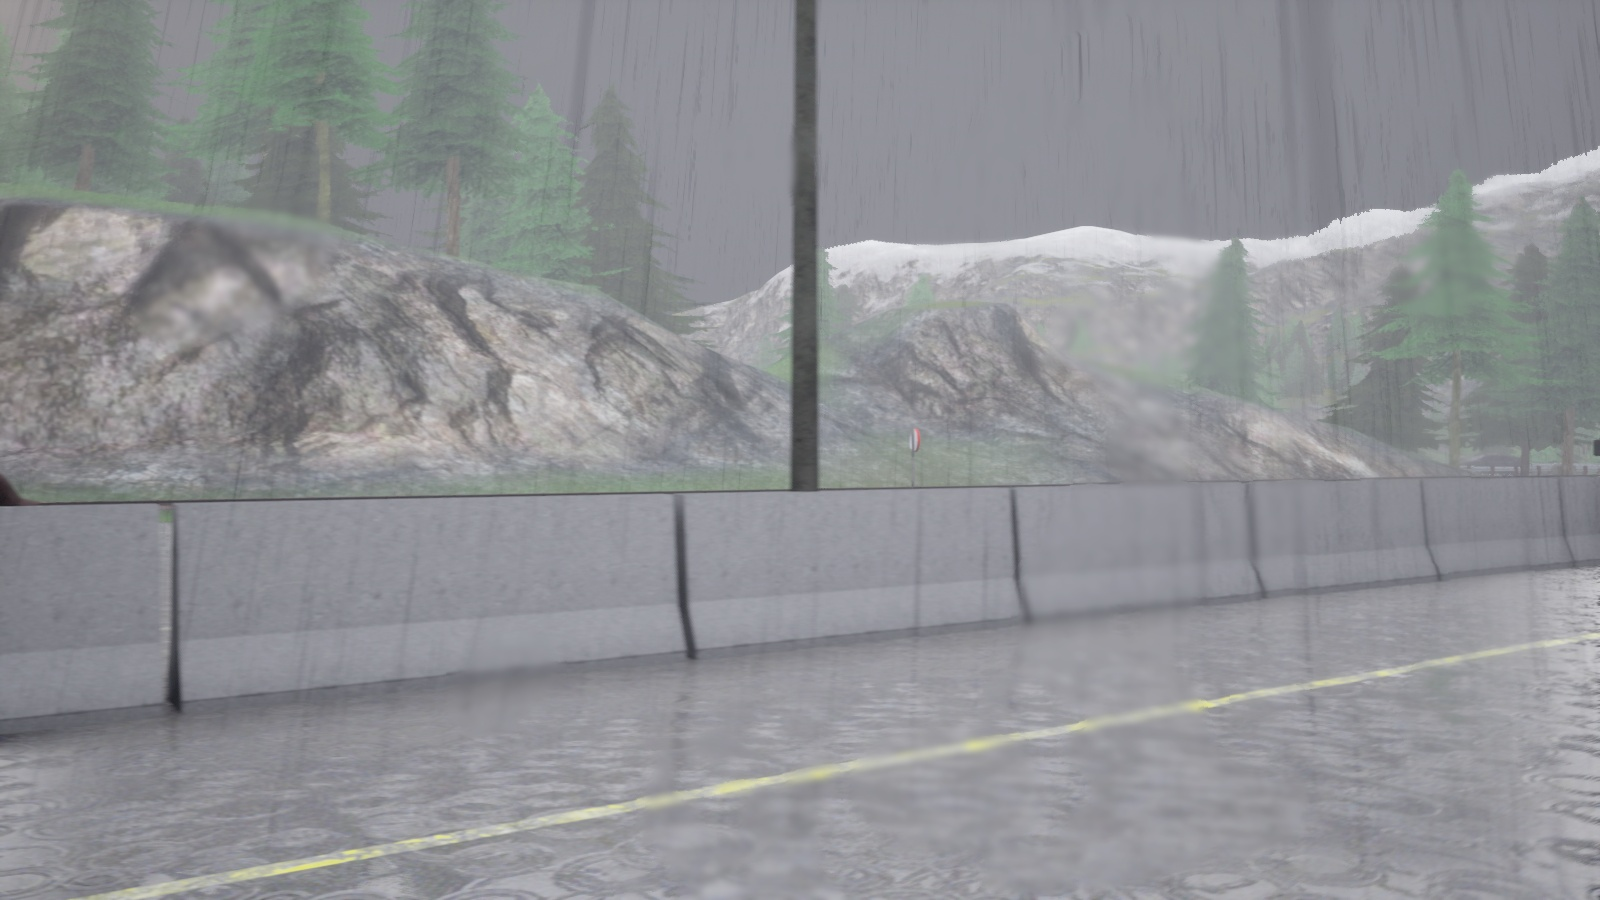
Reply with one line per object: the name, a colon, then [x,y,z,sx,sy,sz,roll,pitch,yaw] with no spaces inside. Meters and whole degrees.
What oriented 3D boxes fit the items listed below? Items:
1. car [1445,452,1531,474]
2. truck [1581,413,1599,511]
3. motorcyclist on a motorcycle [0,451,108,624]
car: [47.481,0.872,86.685,4.892,1.490,1.837,0,0,2]
truck: [22.708,0.294,32.259,5.204,2.467,2.627,0,0,-35]
motorcyclist on a motorcycle: [-7.429,0.770,11.281,2.044,1.523,0.797,0,0,-35]
